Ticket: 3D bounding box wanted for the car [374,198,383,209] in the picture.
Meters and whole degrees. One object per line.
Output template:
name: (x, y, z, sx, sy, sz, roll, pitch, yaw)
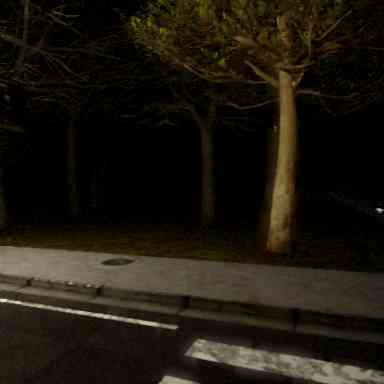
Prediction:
car: (27.295, 1.613, 47.401, 1.882, 1.535, 5.008, 0, 0, 22)
